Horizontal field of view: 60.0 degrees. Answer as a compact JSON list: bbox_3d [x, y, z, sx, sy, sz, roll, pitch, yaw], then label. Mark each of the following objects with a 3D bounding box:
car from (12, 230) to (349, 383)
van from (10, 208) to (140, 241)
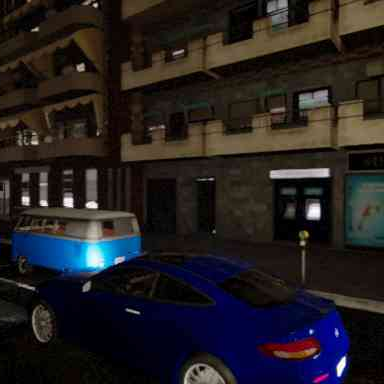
[{"bbox_3d":[-0.396,1.532,4.644,4.674,1.442,1.812,0,0,36],"label":"car"},{"bbox_3d":[-3.189,1.348,8.842,3.998,1.788,1.690,0,0,36],"label":"van"}]
